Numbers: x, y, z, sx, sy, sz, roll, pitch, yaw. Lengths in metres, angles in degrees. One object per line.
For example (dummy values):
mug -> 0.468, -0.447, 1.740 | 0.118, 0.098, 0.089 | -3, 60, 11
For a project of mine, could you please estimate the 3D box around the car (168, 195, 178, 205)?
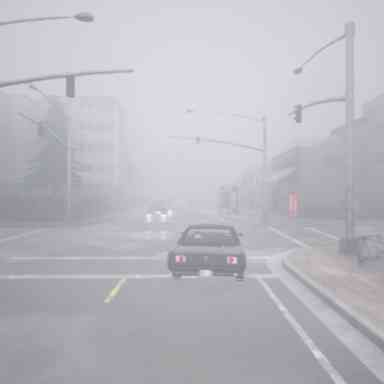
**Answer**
car -> -3.561, 1.357, 55.782 | 2.097, 1.767, 4.553 | 0, 0, 1

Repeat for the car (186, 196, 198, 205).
car -> -0.011, 1.497, 58.597 | 2.128, 1.511, 4.902 | 0, 0, 0

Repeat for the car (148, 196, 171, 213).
car -> -3.606, 1.508, 36.348 | 1.837, 1.490, 4.892 | 0, 0, 0

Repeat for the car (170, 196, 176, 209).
car -> -3.600, 1.605, 45.613 | 1.895, 1.301, 4.718 | 0, 0, 0

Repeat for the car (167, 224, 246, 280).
car -> 0.590, 1.602, 9.967 | 1.895, 1.301, 4.718 | 0, 0, 7
